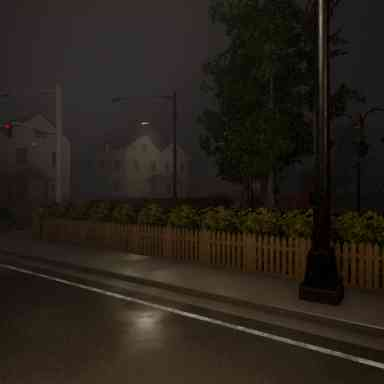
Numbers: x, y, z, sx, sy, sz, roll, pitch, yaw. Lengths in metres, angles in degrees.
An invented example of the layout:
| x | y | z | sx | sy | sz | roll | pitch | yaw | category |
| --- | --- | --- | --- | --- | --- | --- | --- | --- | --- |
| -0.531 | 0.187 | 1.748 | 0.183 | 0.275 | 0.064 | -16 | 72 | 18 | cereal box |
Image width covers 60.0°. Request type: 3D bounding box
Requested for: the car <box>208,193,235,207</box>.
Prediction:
| x | y | z | sx | sy | sz | roll | pitch | yaw | category |
| --- | --- | --- | --- | --- | --- | --- | --- | --- | --- |
| 4.256 | 1.221 | 48.838 | 2.150 | 2.045 | 5.566 | 0 | 0 | 35 | car |

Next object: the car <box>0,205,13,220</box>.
| x | y | z | sx | sy | sz | roll | pitch | yaw | category |
| --- | --- | --- | --- | --- | --- | --- | --- | --- | --- |
| -16.244 | 1.564 | 25.779 | 1.994 | 1.385 | 4.181 | 0 | 0 | 35 | car |
